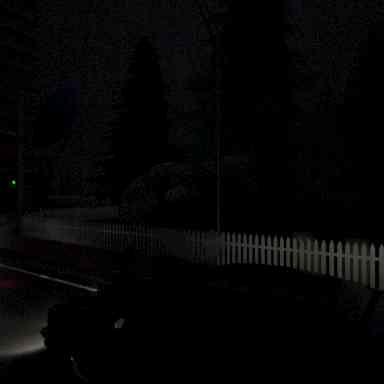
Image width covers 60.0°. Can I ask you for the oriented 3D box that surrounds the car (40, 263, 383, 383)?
[{"bbox_3d":[0.622,1.547,3.550,5.357,1.411,2.033,0,0,36],"label":"car"}]

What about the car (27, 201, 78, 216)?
[{"bbox_3d":[-13.049,1.545,31.647,1.895,1.301,4.718,0,0,23],"label":"car"}]

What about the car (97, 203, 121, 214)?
[{"bbox_3d":[-8.300,1.470,35.250,1.812,1.442,4.674,0,0,15],"label":"car"}]
